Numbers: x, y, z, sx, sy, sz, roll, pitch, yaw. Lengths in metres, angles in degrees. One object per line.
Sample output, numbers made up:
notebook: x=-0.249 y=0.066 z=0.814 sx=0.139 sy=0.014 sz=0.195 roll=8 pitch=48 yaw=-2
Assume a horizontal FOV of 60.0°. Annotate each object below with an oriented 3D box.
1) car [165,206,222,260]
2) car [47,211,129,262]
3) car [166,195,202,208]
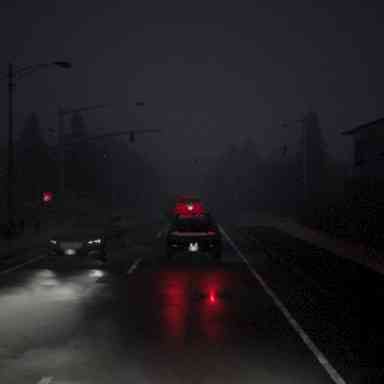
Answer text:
car: x=0.061 y=1.496 z=12.431 sx=2.128 sy=1.511 sz=4.902 roll=0 pitch=0 yaw=0
car: x=-3.567 y=1.499 z=12.210 sx=2.128 sy=1.511 sz=4.902 roll=0 pitch=0 yaw=0
car: x=-0.688 y=1.237 z=26.221 sx=2.150 sy=2.045 sz=5.566 roll=0 pitch=0 yaw=-12
